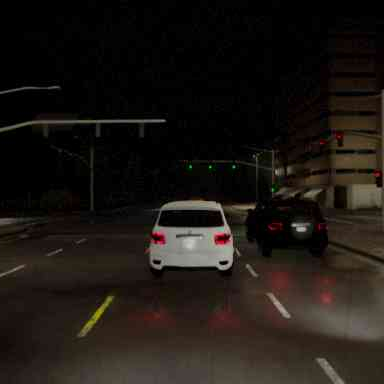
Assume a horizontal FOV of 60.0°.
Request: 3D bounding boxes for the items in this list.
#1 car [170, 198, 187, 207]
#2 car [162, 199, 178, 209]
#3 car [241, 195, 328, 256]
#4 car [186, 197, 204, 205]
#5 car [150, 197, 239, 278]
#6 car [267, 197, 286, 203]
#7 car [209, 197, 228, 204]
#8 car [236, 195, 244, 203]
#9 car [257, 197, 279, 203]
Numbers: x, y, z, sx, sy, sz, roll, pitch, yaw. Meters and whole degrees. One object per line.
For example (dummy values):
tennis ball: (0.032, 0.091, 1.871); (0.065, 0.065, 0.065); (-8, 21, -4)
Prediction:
car: (-2.445, 1.846, 60.496); (1.837, 1.490, 4.892); (0, 0, 13)
car: (-3.379, 1.794, 51.259); (1.837, 1.490, 4.892); (0, 0, 3)
car: (3.590, 1.302, 13.552); (2.150, 2.045, 5.566); (0, 0, 0)
car: (0.640, 1.872, 70.023); (1.882, 1.535, 5.008); (0, 0, 23)
car: (0.058, 1.285, 10.544); (2.150, 2.045, 5.566); (0, 0, 2)
car: (21.813, 2.007, 85.915); (4.674, 1.442, 1.812); (0, 0, -22)
car: (6.355, 1.968, 78.655); (2.128, 1.511, 4.902); (0, 0, 38)
car: (13.048, 1.678, 80.397); (5.566, 2.045, 2.150); (0, 0, -41)
car: (18.176, 1.989, 79.889); (5.357, 1.411, 2.033); (0, 0, -34)
